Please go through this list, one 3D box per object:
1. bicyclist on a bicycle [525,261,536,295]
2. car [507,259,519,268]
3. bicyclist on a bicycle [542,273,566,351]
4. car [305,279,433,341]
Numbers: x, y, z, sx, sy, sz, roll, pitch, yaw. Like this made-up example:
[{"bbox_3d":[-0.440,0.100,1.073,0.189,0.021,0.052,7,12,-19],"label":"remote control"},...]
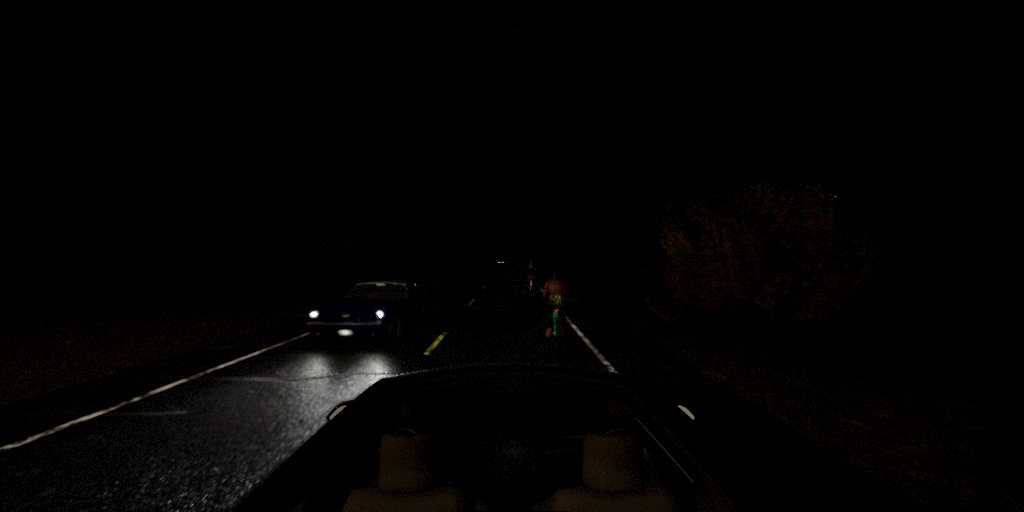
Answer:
[{"bbox_3d":[0.964,1.120,18.617,0.659,1.776,1.843,0,0,0],"label":"bicyclist on a bicycle"},{"bbox_3d":[0.110,1.314,60.176,1.994,1.385,4.181,0,0,0],"label":"car"},{"bbox_3d":[0.963,1.203,8.043,0.582,1.620,1.656,0,0,0],"label":"bicyclist on a bicycle"},{"bbox_3d":[-3.599,1.351,9.962,1.895,1.301,4.718,0,0,0],"label":"car"}]
